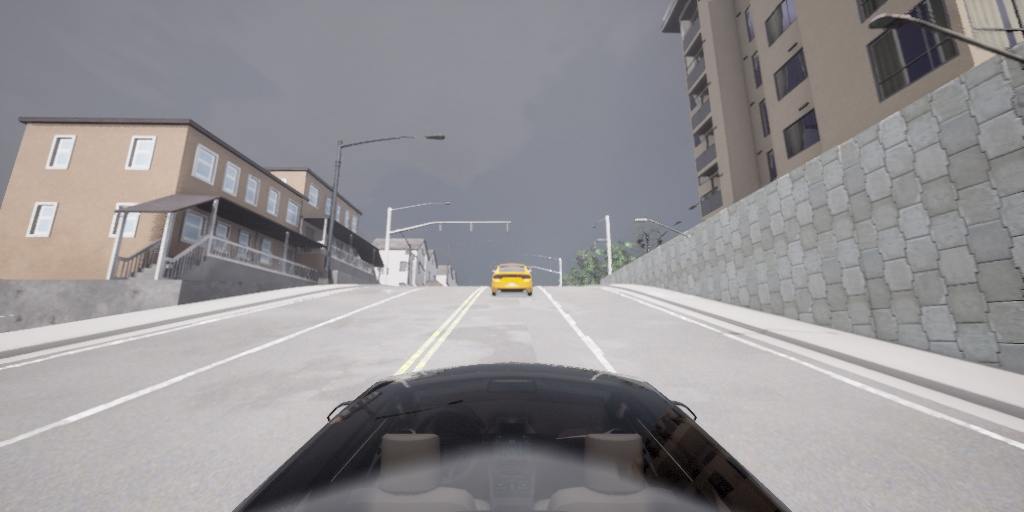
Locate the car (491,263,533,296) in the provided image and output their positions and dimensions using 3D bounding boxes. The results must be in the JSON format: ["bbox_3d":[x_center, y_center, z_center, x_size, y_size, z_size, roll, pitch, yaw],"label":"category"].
[{"bbox_3d":[-0.002,1.116,18.202,1.882,1.535,5.008,0,0,0],"label":"car"}]
